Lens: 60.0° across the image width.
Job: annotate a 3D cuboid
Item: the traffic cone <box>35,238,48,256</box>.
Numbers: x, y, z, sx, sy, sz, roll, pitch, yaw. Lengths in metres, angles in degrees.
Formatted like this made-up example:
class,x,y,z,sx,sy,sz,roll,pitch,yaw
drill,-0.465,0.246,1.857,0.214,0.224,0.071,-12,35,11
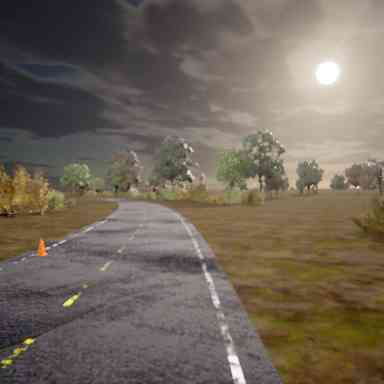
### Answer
class,x,y,z,sx,sy,sz,roll,pitch,yaw
traffic cone,-5.410,1.968,11.961,0.340,0.580,0.340,0,0,-3
